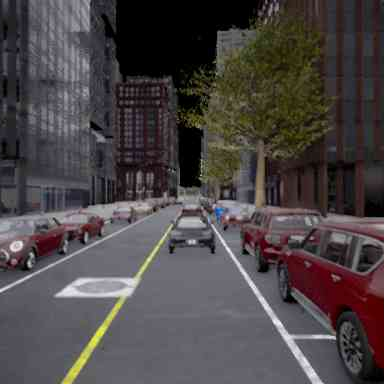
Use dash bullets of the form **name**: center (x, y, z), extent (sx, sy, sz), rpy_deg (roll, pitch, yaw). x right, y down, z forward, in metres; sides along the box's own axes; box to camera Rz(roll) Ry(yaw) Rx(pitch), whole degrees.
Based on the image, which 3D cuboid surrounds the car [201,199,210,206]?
- **car**: center (2.880, 2.326, 73.228), extent (1.752, 1.417, 4.829), rpy_deg (0, -1, 0)

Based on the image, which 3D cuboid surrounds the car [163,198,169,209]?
- **car**: center (-5.651, 1.909, 56.153), extent (2.192, 1.841, 5.009), rpy_deg (0, -1, 0)

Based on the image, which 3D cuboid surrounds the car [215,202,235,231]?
- **car**: center (2.865, 1.660, 22.306), extent (1.967, 1.590, 4.097), rpy_deg (0, -1, 0)

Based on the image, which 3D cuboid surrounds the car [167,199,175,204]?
- **car**: center (-5.640, 2.581, 89.980), extent (1.947, 1.339, 4.313), rpy_deg (0, -1, 0)

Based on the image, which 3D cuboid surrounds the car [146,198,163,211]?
- **car**: center (-5.655, 1.774, 44.876), extent (2.192, 1.841, 5.009), rpy_deg (0, -1, 0)

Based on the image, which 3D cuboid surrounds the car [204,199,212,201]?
- **car**: center (2.871, 2.025, 44.860), extent (1.947, 1.339, 4.313), rpy_deg (0, -1, 0)

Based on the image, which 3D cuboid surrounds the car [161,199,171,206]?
- **car**: center (-5.645, 2.343, 73.066), extent (1.887, 1.381, 4.507), rpy_deg (0, -1, 0)

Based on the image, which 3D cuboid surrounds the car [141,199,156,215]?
- **car**: center (-5.656, 1.917, 39.066), extent (1.752, 1.417, 4.829), rpy_deg (0, -1, 0)

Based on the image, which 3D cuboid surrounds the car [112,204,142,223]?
- **car**: center (-5.658, 1.858, 27.959), extent (1.802, 1.307, 4.206), rpy_deg (0, -1, 0)

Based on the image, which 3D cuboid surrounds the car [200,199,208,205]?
- **car**: center (2.882, 2.451, 78.696), extent (1.802, 1.307, 4.206), rpy_deg (0, -1, 0)

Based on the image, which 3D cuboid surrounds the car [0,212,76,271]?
- **car**: center (-5.664, 1.548, 11.044), extent (1.967, 1.590, 4.097), rpy_deg (0, -1, 0)

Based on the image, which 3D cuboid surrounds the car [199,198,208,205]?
- **car**: center (2.883, 2.381, 84.337), extent (1.967, 1.590, 4.097), rpy_deg (0, -1, 0)

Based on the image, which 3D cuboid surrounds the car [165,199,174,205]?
- **car**: center (-5.642, 2.507, 84.343), extent (1.947, 1.339, 4.313), rpy_deg (0, -1, 0)

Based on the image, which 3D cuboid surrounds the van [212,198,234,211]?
- **van**: center (2.867, 1.617, 27.946), extent (1.690, 1.788, 3.998), rpy_deg (0, -1, 0)

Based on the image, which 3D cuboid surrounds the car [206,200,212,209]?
- **car**: center (2.870, 1.975, 39.223), extent (1.802, 1.307, 4.206), rpy_deg (0, -1, 0)

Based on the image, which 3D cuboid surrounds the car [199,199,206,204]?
- **car**: center (2.885, 2.597, 89.974), extent (1.802, 1.307, 4.206), rpy_deg (0, -1, 0)

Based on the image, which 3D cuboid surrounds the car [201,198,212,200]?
- **car**: center (2.873, 1.841, 50.503), extent (2.192, 1.841, 5.009), rpy_deg (0, -1, 0)

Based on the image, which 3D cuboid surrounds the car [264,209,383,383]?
- **car**: center (2.860, 1.368, 5.390), extent (2.192, 1.841, 5.009), rpy_deg (0, -1, 0)

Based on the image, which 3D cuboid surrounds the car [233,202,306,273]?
- **car**: center (2.862, 1.423, 11.028), extent (2.192, 1.841, 5.009), rpy_deg (0, -1, 0)

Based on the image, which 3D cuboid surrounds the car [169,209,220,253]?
- **car**: center (0.011, 1.667, 14.368), extent (1.812, 1.442, 4.674), rpy_deg (0, 0, 0)

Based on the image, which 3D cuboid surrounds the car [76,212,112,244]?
- **car**: center (-5.662, 1.709, 16.681), extent (1.887, 1.381, 4.507), rpy_deg (0, -1, 0)

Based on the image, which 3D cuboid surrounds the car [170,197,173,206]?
- **car**: center (-5.647, 2.044, 67.430), extent (2.192, 1.841, 5.009), rpy_deg (0, -1, 0)

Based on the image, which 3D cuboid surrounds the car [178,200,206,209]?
- **car**: center (0.017, 1.769, 29.479), extent (1.882, 1.535, 5.008), rpy_deg (0, 0, 0)

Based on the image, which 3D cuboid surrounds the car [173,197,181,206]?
- **car**: center (-2.978, 2.373, 71.623), extent (1.895, 1.301, 4.718), rpy_deg (0, -1, 0)
